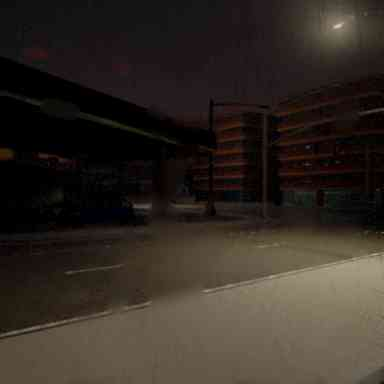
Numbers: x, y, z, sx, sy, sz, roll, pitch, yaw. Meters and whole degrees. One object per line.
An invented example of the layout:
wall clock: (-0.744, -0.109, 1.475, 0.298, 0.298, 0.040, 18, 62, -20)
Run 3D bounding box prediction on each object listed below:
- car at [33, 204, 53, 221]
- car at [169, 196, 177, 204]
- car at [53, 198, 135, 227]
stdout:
car: (-9.992, 1.392, 25.548, 3.806, 1.475, 1.970, 0, 0, -35)
car: (-4.472, 1.468, 59.230, 1.994, 1.385, 4.181, 0, 0, -36)
car: (-6.036, 1.248, 21.312, 4.611, 1.667, 2.242, 0, 0, -35)
